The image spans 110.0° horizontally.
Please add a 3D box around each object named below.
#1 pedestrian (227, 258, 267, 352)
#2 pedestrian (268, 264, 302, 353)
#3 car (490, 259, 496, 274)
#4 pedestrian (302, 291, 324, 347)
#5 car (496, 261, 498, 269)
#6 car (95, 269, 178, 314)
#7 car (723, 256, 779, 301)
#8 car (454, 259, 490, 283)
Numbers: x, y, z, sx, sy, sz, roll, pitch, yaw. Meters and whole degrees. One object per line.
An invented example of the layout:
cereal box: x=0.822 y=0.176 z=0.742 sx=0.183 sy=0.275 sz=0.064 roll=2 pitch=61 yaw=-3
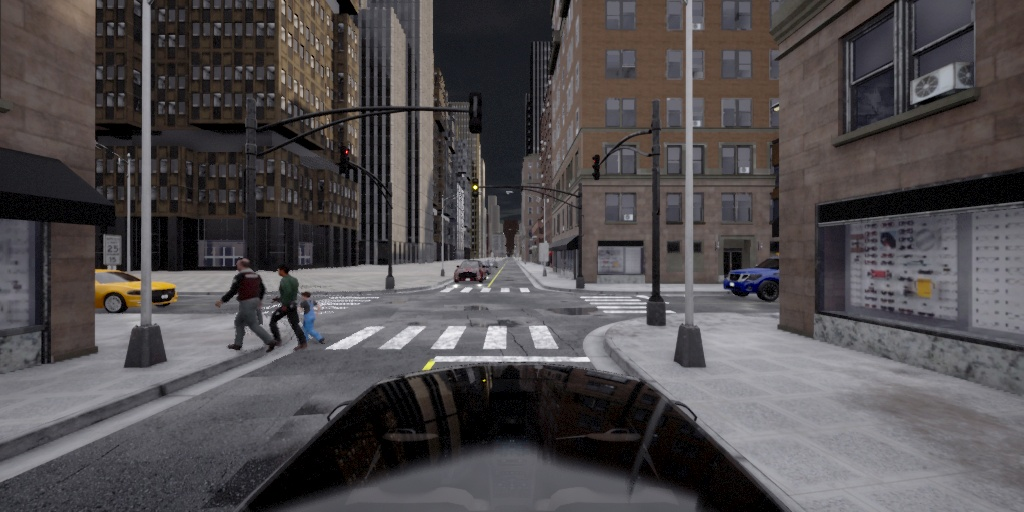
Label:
pedestrian: x=-5.008 y=0.884 z=6.791 sx=0.375 sy=1.860 sz=0.375 roll=0 pitch=0 yaw=0
pedestrian: x=-4.752 y=1.045 z=7.509 sx=0.375 sy=1.860 sz=0.375 roll=0 pitch=0 yaw=0
car: x=-3.171 y=1.298 z=38.098 sx=2.033 sy=1.411 sz=5.357 roll=0 pitch=0 yaw=0
pedestrian: x=-4.591 y=1.324 z=8.140 sx=0.375 sy=1.300 sz=0.375 roll=0 pitch=0 yaw=0
car: x=-3.175 y=1.243 z=54.933 sx=2.128 sy=1.511 sz=4.902 roll=0 pitch=0 yaw=0
car: x=-15.367 y=1.232 z=13.272 sx=5.008 sy=1.535 sz=1.882 roll=0 pitch=0 yaw=0
car: x=13.016 y=0.972 z=16.726 sx=5.566 sy=2.045 sz=2.150 roll=0 pitch=0 yaw=-1
car: x=-3.156 y=1.103 z=27.840 sx=2.097 sy=1.767 sz=4.553 roll=0 pitch=0 yaw=0
